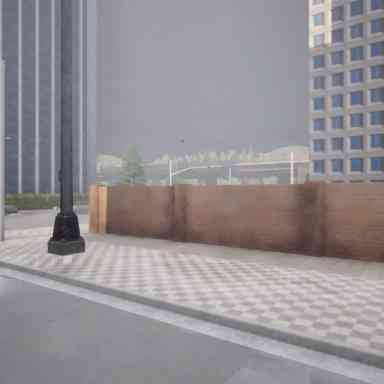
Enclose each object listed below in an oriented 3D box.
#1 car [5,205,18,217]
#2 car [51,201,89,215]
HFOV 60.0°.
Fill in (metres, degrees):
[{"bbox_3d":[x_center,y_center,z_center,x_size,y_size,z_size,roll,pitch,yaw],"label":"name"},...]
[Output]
[{"bbox_3d":[-18.278,1.547,29.290,2.033,1.411,5.357,0,0,32],"label":"car"},{"bbox_3d":[-11.394,1.601,32.956,1.895,1.301,4.718,0,0,35],"label":"car"}]
